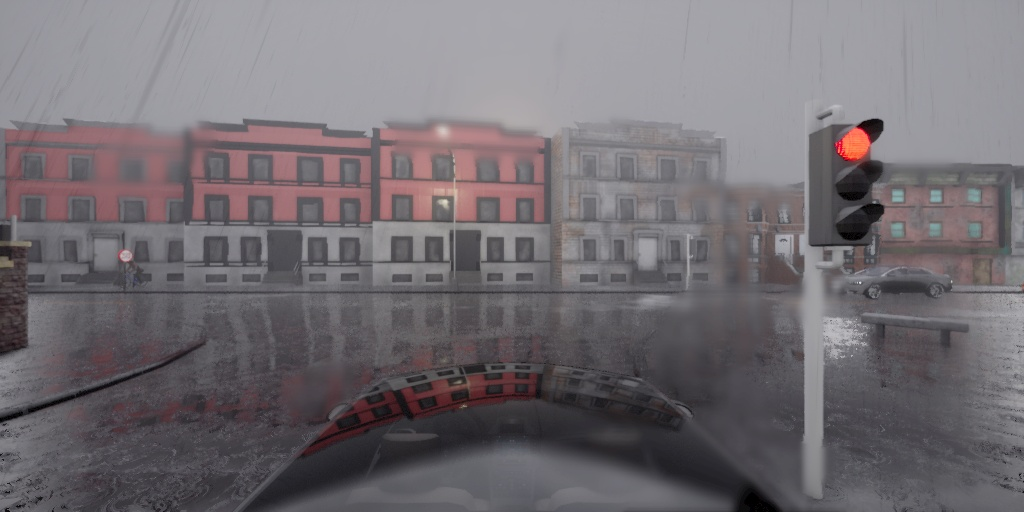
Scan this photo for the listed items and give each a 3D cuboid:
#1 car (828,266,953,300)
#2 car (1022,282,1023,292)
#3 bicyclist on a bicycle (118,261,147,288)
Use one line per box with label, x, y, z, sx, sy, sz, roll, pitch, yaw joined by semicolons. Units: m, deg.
car;18.122;1.246;17.320;4.902;1.511;2.128;0;0;0
car;28.016;1.107;17.315;4.553;1.767;2.097;0;0;0
bicyclist on a bicycle;-22.695;1.104;21.488;0.582;1.620;1.656;0;0;0
